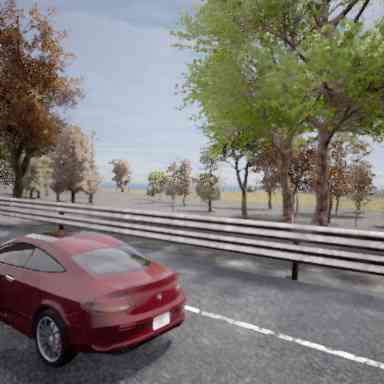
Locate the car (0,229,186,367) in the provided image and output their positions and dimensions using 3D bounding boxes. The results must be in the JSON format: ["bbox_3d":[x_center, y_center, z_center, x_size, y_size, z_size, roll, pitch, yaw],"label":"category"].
[{"bbox_3d":[-2.238,1.358,5.494,4.674,1.442,1.812,2,1,36],"label":"car"}]
